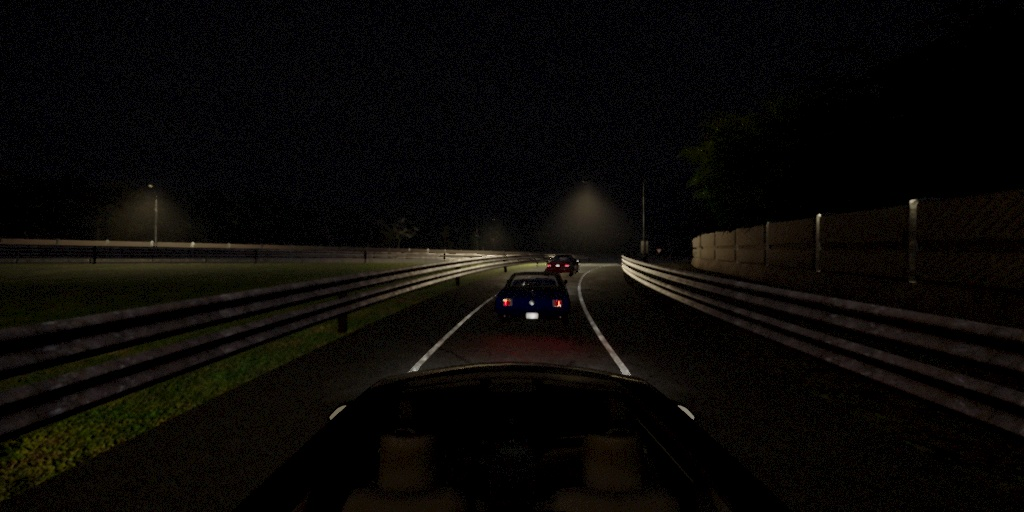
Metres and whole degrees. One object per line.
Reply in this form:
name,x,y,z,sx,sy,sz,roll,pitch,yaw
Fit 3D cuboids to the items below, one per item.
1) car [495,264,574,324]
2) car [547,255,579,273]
car,0.748,1.111,10.931,1.895,1.301,4.718,0,2,7
car,3.739,0.636,26.144,2.033,1.411,5.357,0,1,16
